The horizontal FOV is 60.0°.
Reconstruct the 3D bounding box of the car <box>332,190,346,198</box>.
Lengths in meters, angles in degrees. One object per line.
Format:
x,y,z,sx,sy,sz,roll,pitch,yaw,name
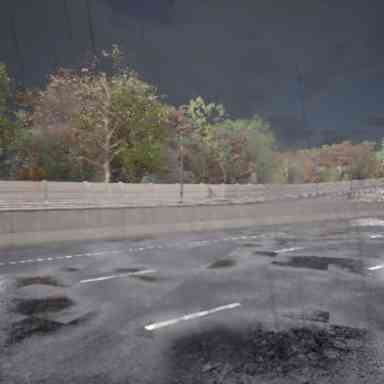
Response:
37.669,0.523,86.120,2.097,1.767,4.553,0,1,32,car
